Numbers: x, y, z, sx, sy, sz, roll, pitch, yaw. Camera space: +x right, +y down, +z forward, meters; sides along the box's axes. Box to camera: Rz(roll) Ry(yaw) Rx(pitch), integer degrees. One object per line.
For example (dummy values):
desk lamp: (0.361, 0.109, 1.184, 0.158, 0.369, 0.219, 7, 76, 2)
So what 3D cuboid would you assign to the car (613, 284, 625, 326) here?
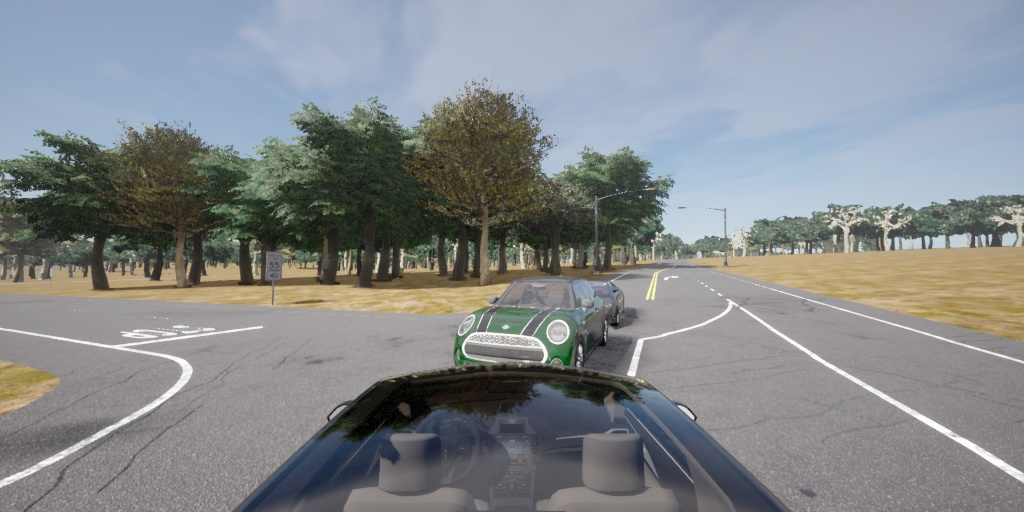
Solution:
car: (2.901, 1.554, 12.901, 1.994, 1.385, 4.181, -2, 0, 22)

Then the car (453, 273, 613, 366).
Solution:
car: (0.678, 1.222, 7.468, 2.097, 1.767, 4.553, -1, -2, 22)
